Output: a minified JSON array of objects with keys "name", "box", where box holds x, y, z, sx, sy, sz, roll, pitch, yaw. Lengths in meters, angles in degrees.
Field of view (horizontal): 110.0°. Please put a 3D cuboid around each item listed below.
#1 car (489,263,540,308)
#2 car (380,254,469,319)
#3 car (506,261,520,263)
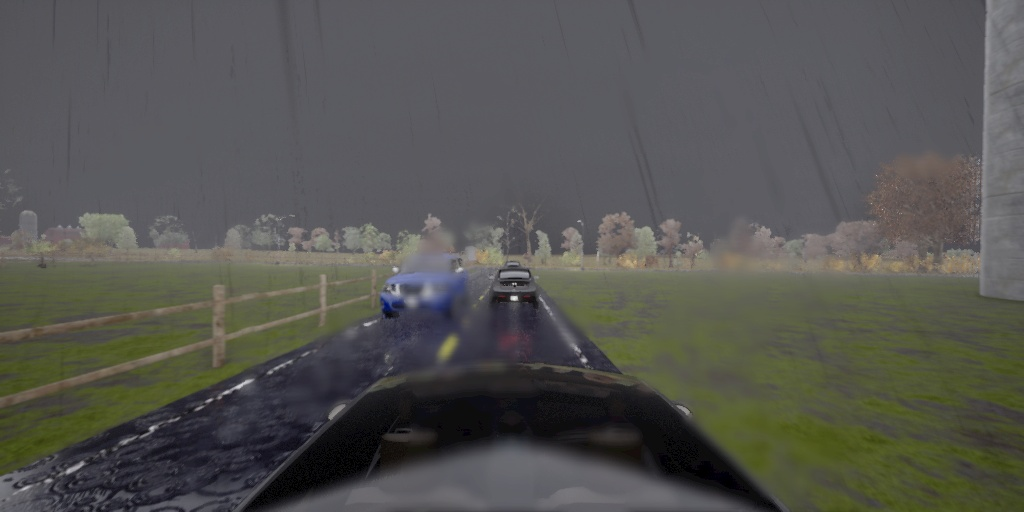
[{"name":"car","box":[0.094,1.228,14.984,1.837,1.490,4.892,0,0,0]},{"name":"car","box":[-2.857,0.948,12.995,2.150,2.045,5.566,0,0,0]},{"name":"car","box":[0.083,1.200,32.829,1.837,1.490,4.892,0,0,0]}]
